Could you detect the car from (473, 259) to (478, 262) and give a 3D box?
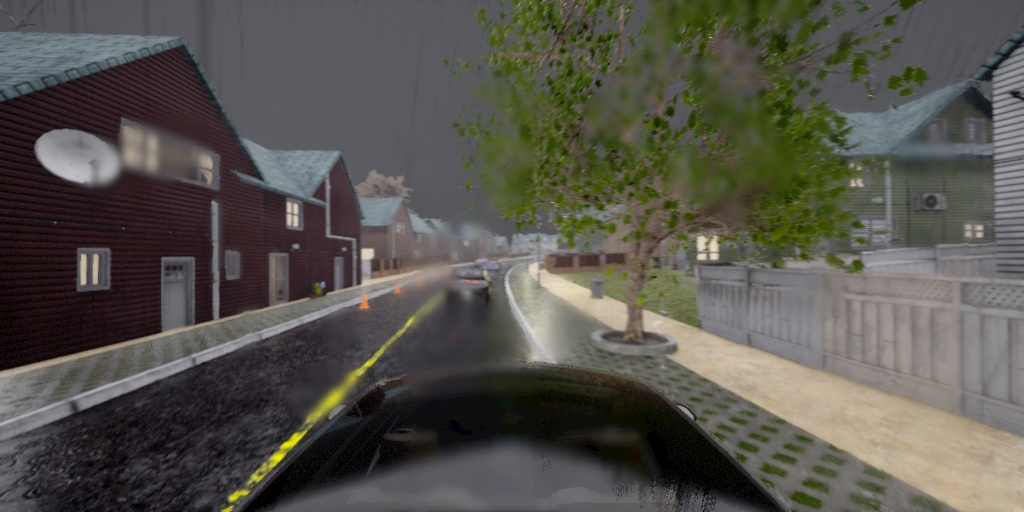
[{"bbox_3d":[-3.548,0.978,43.224,1.882,1.535,5.008,-1,1,2],"label":"car"}]

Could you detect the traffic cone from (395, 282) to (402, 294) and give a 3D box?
[{"bbox_3d":[-5.966,1.680,18.915,0.340,0.580,0.340,0,0,-2],"label":"traffic cone"}]

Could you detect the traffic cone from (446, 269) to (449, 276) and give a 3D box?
[{"bbox_3d":[-6.126,1.578,34.065,0.340,0.580,0.340,0,0,1],"label":"traffic cone"}]

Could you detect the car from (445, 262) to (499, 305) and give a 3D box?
[{"bbox_3d":[-1.804,1.194,15.890,2.128,1.511,4.902,-1,0,-3],"label":"car"}]

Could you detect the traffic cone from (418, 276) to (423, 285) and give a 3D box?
[{"bbox_3d":[-6.124,1.652,23.963,0.340,0.580,0.340,0,0,-1],"label":"traffic cone"}]

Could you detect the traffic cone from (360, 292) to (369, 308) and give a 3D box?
[{"bbox_3d":[-5.703,1.707,13.868,0.340,0.580,0.340,0,0,-4],"label":"traffic cone"}]

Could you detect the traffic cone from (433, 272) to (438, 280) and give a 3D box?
[{"bbox_3d":[-6.177,1.619,29.014,0.340,0.580,0.340,0,0,0],"label":"traffic cone"}]

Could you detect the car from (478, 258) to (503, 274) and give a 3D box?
[{"bbox_3d":[-2.026,1.088,38.019,2.033,1.411,5.357,-1,1,2],"label":"car"}]
